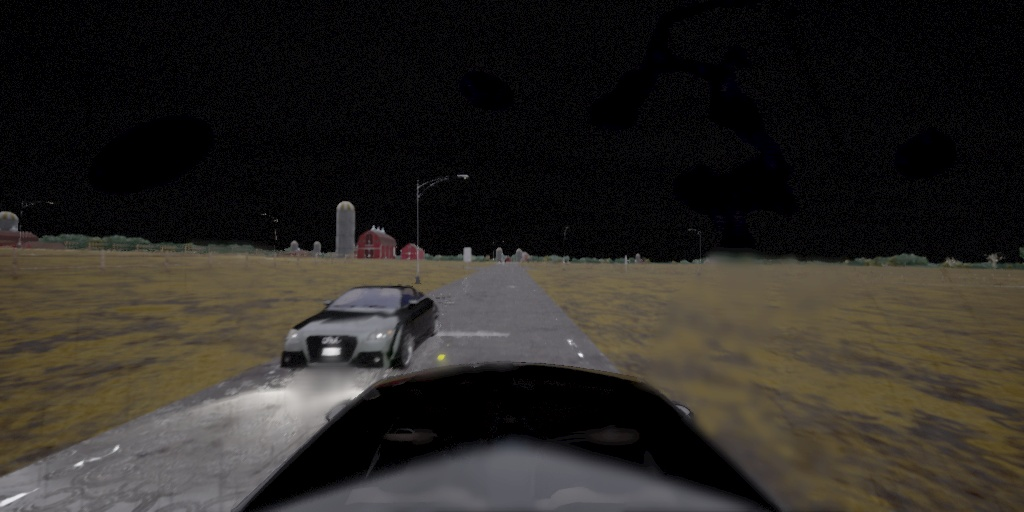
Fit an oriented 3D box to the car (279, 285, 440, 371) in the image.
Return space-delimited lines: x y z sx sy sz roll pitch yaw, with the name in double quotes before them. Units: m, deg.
"car" -2.848 1.324 7.649 1.994 1.385 4.181 0 0 0
